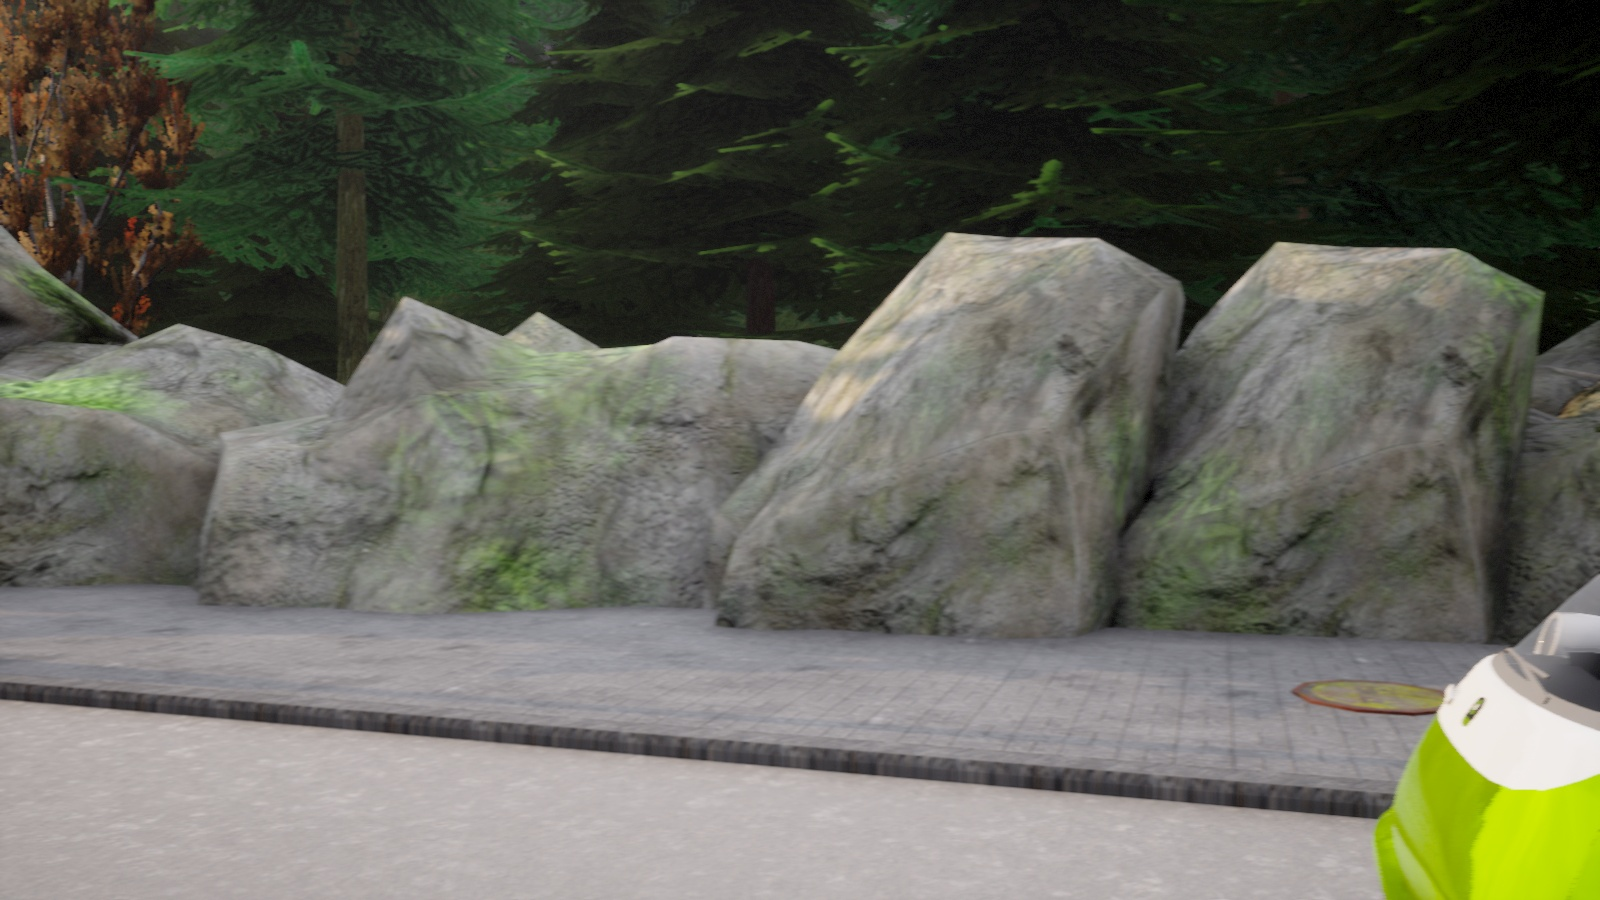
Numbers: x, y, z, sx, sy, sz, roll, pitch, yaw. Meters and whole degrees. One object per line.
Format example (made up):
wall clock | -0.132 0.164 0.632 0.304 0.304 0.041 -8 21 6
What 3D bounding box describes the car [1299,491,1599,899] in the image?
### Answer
car | 2.397 0.843 2.915 2.207 1.376 1.481 1 1 19
